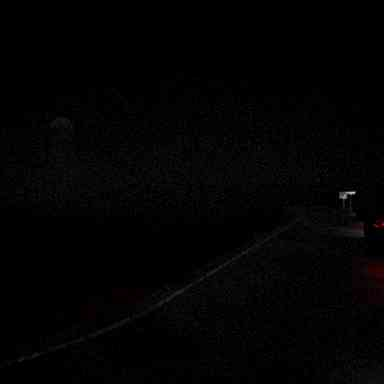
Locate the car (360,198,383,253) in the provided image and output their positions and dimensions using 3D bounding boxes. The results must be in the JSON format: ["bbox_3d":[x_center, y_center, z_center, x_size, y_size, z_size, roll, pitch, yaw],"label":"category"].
[{"bbox_3d":[8.136,1.255,13.205,2.150,2.045,5.566,0,0,25],"label":"car"}]

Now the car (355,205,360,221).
[{"bbox_3d":[14.381,1.492,26.810,2.128,1.511,4.902,0,0,25],"label":"car"}]
